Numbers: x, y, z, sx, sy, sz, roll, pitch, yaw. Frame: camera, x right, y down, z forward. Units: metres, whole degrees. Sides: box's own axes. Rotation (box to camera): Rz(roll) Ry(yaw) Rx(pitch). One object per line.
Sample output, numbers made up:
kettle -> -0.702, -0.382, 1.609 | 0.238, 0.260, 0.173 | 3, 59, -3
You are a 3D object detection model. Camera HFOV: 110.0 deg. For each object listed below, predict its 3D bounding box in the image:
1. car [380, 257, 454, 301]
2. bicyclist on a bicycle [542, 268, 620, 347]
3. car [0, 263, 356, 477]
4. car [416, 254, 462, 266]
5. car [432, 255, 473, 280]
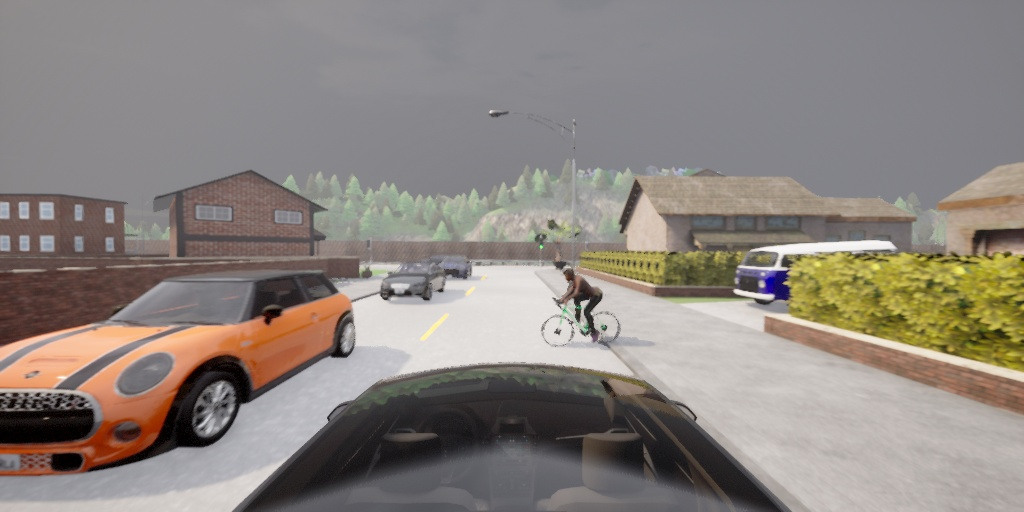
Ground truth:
car -> -4.100, 0.990, 15.545 | 2.128, 1.511, 4.902 | 0, 1, 0
bicyclist on a bicycle -> 1.396, 1.067, 7.450 | 1.656, 1.620, 0.582 | -5, 1, 0
car -> -4.091, 1.020, 5.104 | 2.097, 1.767, 4.553 | 0, 1, 0
car -> -9.139, 0.531, 45.078 | 5.357, 1.411, 2.033 | 0, 1, 1
car -> -4.042, 0.718, 25.464 | 2.097, 1.767, 4.553 | 0, 1, 0
